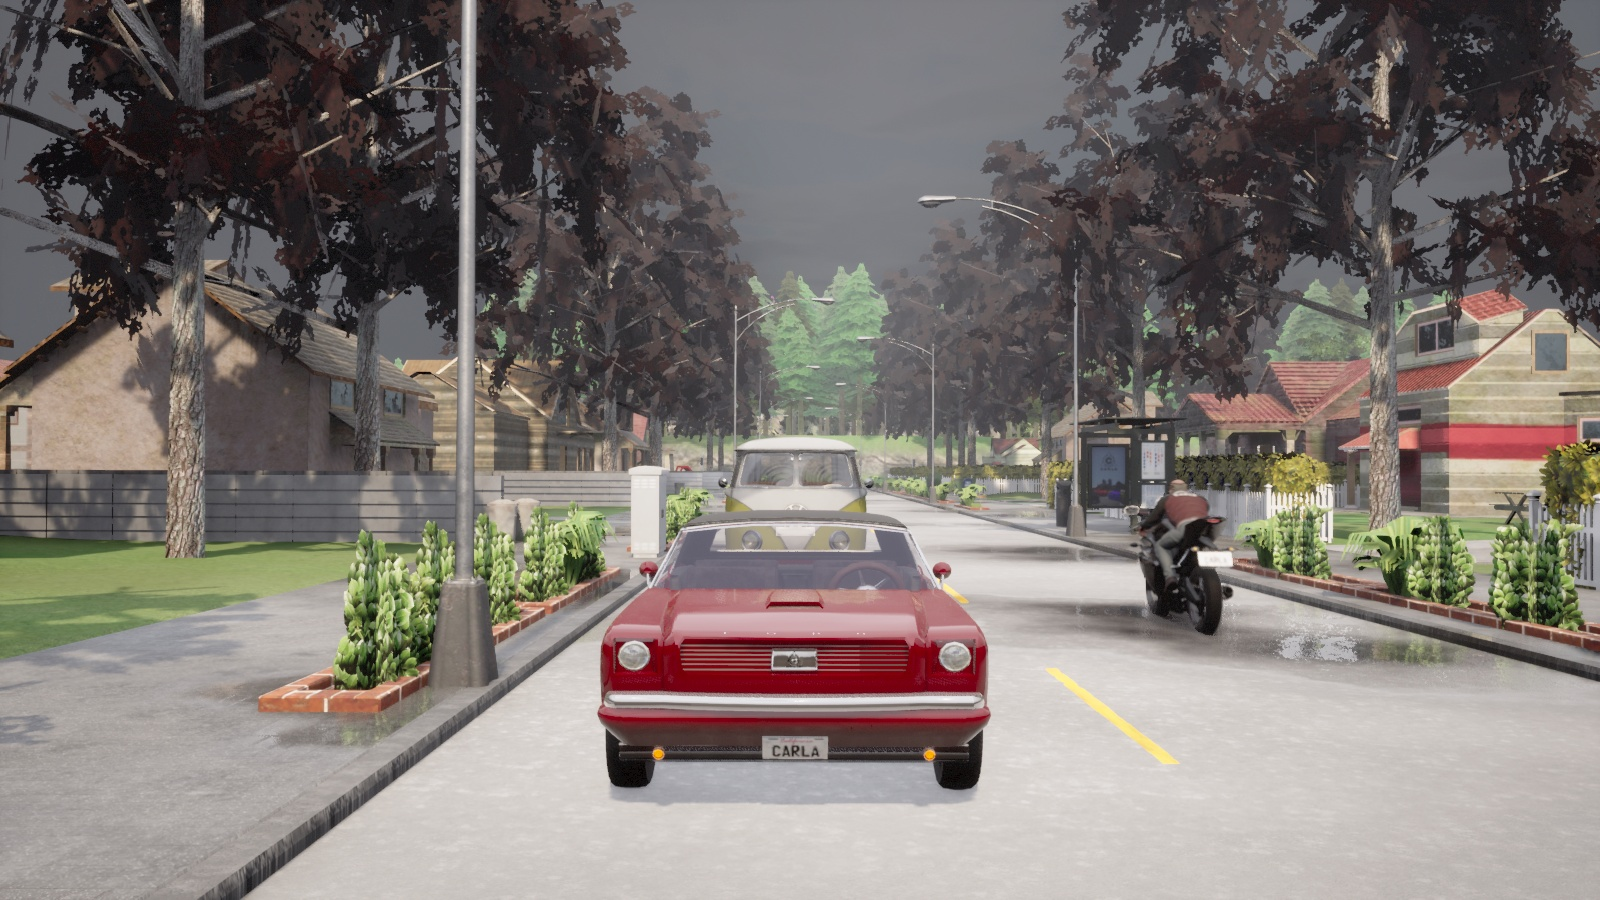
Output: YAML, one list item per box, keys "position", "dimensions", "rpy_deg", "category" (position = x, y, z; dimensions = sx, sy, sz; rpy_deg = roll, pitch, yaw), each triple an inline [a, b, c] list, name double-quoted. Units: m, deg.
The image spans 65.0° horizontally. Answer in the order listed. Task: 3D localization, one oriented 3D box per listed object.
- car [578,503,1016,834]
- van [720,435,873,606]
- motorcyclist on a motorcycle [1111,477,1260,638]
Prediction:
- position: [-0.021, 1.046, 7.806]
  dimensions: [1.895, 1.301, 4.718]
  rpy_deg: [0, -1, 0]
  category: "car"
- position: [-0.047, 0.846, 16.849]
  dimensions: [1.775, 1.987, 4.442]
  rpy_deg: [0, -1, 0]
  category: "van"
- position: [3.964, 1.054, 13.127]
  dimensions: [0.866, 1.530, 2.191]
  rpy_deg: [0, -1, 0]
  category: "motorcyclist on a motorcycle"
